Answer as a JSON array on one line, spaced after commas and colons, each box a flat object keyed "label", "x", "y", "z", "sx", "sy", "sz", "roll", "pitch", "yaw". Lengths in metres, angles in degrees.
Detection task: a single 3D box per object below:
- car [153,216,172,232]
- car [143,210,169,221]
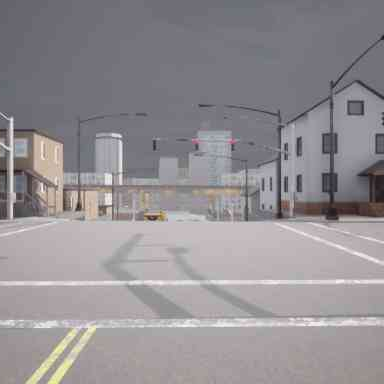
[{"label": "car", "x": -3.780, "y": 4.235, "z": 43.725, "sx": 2.128, "sy": 1.511, "sz": 4.902, "roll": 0, "pitch": -13, "yaw": -1}, {"label": "car", "x": -3.673, "y": 2.536, "z": 33.502, "sx": 1.882, "sy": 1.535, "sz": 5.008, "roll": 0, "pitch": -9, "yaw": 1}]
